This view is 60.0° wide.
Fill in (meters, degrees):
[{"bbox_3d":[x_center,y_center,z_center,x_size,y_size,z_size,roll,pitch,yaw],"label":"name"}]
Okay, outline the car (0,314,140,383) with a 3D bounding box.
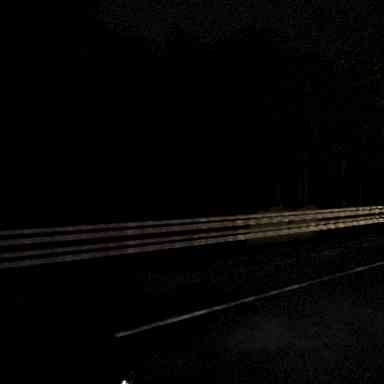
[{"bbox_3d":[-2.643,1.498,1.861,4.902,1.511,2.128,0,0,-36],"label":"car"}]
